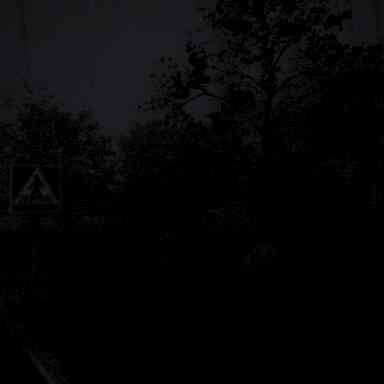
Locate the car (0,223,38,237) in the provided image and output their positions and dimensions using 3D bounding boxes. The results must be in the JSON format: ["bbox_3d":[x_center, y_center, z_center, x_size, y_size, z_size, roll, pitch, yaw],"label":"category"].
[{"bbox_3d":[-21.685,4.622,41.036,4.674,1.452,2.002,1,-4,-32],"label":"car"}]

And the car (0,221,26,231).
[{"bbox_3d":[-30.379,5.643,55.058,4.892,1.521,2.231,1,-4,-32],"label":"car"}]

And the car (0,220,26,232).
[{"bbox_3d":[-29.021,5.358,52.823,4.553,1.767,2.185,1,-4,-32],"label":"car"}]

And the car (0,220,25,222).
[{"bbox_3d":[-17.497,3.999,33.936,5.366,1.575,1.946,1,-5,-32],"label":"car"}]

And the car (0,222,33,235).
[{"bbox_3d":[-24.606,4.980,45.697,4.792,1.488,2.163,1,-4,-32],"label":"car"}]

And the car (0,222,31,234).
[{"bbox_3d":[-26.002,5.157,48.063,4.792,1.488,2.163,1,-4,-32],"label":"car"}]

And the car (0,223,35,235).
[{"bbox_3d":[-23.128,4.808,43.374,4.674,1.452,2.002,1,-4,-32],"label":"car"}]

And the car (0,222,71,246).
[{"bbox_3d":[-11.555,3.190,24.690,4.892,1.521,2.231,1,-5,-32],"label":"car"}]

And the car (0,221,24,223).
[{"bbox_3d":[-13.002,3.396,27.025,5.008,1.535,2.097,1,-5,-32],"label":"car"}]

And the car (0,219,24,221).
[{"bbox_3d":[-20.261,4.269,38.691,4.553,1.767,2.185,1,-4,-32],"label":"car"}]

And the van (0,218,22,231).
[{"bbox_3d":[-31.927,5.577,57.353,4.442,1.987,1.878,1,-4,-32],"label":"van"}]
